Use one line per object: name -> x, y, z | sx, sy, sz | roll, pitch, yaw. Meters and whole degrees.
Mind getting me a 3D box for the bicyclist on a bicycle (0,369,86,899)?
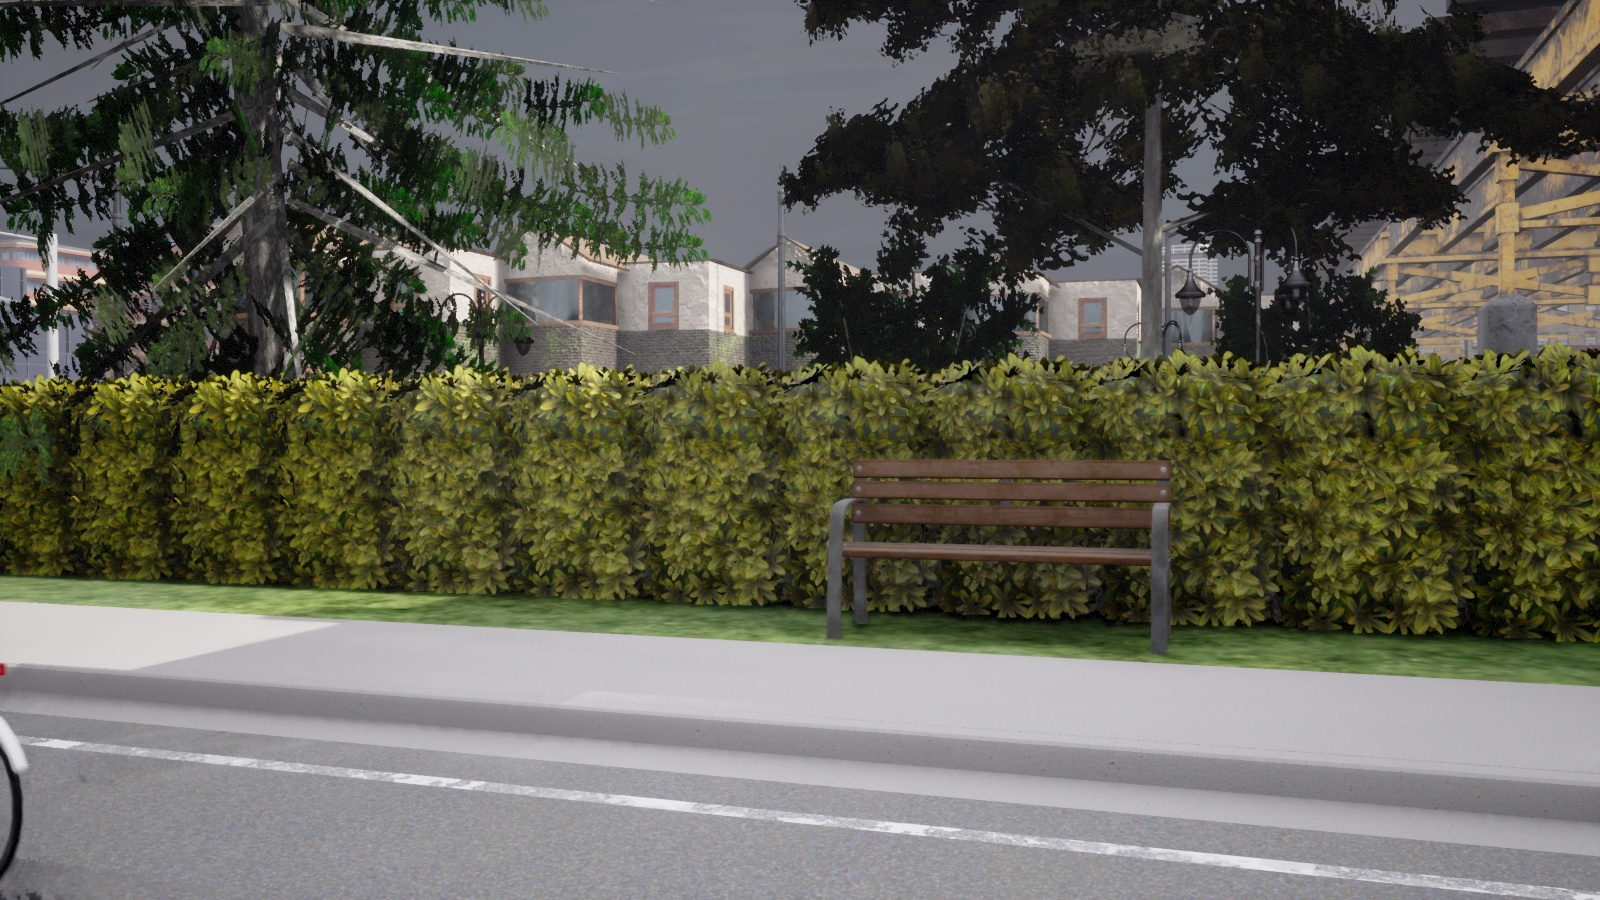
bicyclist on a bicycle -> -3.474, 0.614, 4.363 | 1.843, 1.776, 0.659 | 1, 1, 18
